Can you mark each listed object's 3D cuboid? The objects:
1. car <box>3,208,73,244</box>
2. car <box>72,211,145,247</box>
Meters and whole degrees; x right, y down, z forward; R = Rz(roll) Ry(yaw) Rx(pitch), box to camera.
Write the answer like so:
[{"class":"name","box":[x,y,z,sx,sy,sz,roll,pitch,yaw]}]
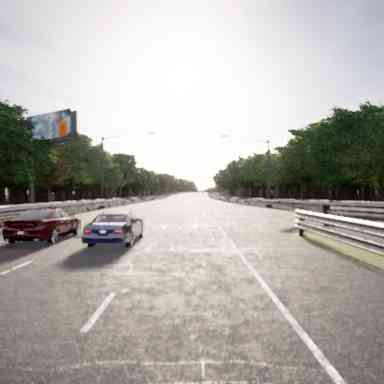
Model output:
[{"class":"car","box":[-6.896,1.502,15.876,1.882,1.535,5.008,0,0,0]},{"class":"car","box":[-3.395,1.571,15.174,2.033,1.411,5.357,0,0,0]}]
